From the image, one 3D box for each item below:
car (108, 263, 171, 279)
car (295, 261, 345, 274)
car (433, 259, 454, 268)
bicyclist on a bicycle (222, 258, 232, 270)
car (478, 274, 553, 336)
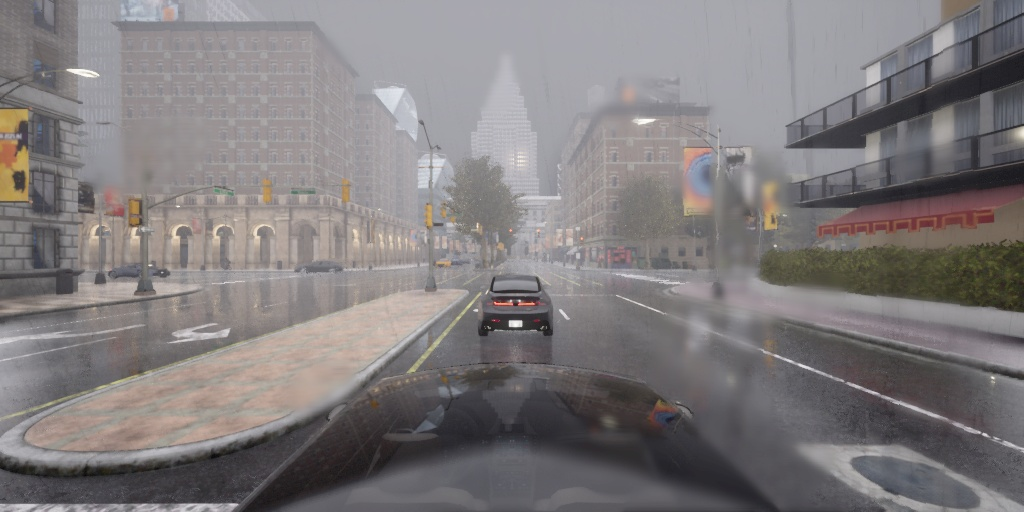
[{"bbox_3d":[-33.556,1.314,32.352,4.181,1.385,1.994,0,0,0],"label":"car"},{"bbox_3d":[-21.358,1.255,39.966,4.892,1.490,1.837,0,2,-14],"label":"car"},{"bbox_3d":[-11.408,1.228,59.704,1.882,1.535,5.008,0,0,0],"label":"car"},{"bbox_3d":[-37.171,1.050,46.808,0.582,1.620,1.656,0,0,0],"label":"bicyclist on a bicycle"},{"bbox_3d":[0.101,1.255,10.369,1.837,1.490,4.892,0,0,0],"label":"car"}]
